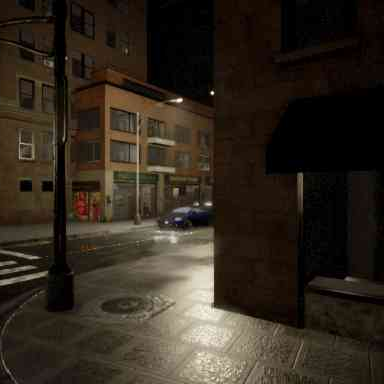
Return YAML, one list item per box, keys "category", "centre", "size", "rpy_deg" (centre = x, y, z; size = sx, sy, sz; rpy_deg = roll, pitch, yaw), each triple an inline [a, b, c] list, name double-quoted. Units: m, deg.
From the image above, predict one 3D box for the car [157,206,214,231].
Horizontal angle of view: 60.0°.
- category: "car"
  centre: [-0.332, 1.607, 21.083]
  size: [1.994, 1.385, 4.181]
  rpy_deg: [0, 0, 35]
